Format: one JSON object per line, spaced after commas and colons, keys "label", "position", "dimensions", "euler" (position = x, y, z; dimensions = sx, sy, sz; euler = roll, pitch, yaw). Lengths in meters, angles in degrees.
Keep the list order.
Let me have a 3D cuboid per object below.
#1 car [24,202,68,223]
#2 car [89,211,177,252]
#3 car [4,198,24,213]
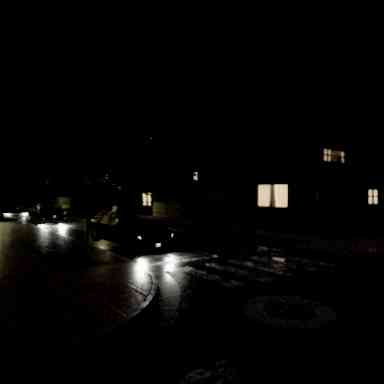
{"label": "car", "position": [-10.699, 1.503, 24.610], "dimensions": [1.994, 1.385, 4.181], "euler": [1, 0, -37]}
{"label": "car", "position": [-2.821, 1.529, 14.244], "dimensions": [2.033, 1.411, 5.357], "euler": [1, 0, -37]}
{"label": "car", "position": [-19.368, 1.401, 36.064], "dimensions": [1.837, 1.490, 4.892], "euler": [1, 0, -37]}
